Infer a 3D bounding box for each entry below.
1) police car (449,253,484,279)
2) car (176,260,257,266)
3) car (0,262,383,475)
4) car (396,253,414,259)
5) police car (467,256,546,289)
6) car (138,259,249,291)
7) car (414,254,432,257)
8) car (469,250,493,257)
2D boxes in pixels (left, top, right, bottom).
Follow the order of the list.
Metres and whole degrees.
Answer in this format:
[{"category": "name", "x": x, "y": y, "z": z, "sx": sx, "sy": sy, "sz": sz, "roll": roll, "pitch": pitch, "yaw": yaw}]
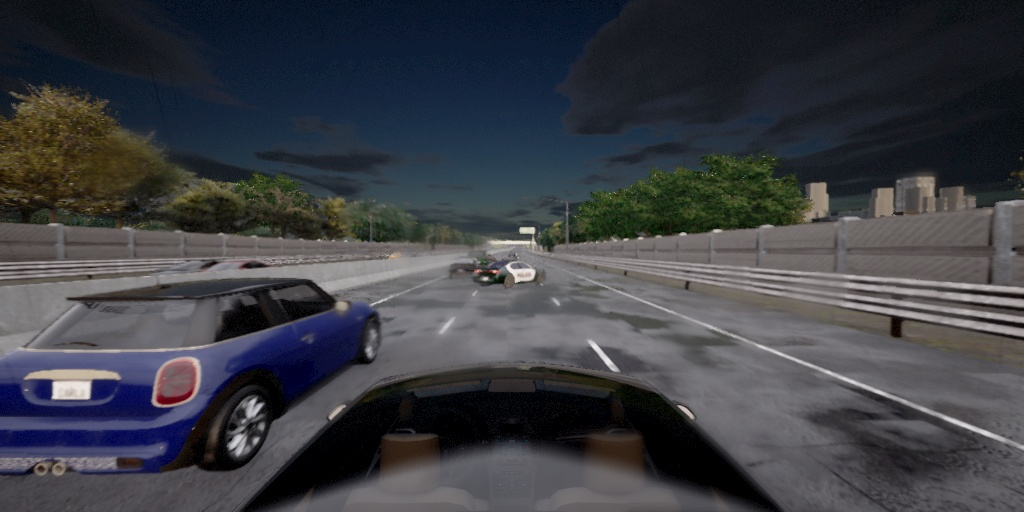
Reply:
[{"category": "police car", "x": -3.495, "y": 0.781, "z": 27.116, "sx": 1.930, "sy": 1.638, "sz": 5.238, "roll": 0, "pitch": 1, "yaw": 0}, {"category": "car", "x": -14.088, "y": 0.974, "z": 18.250, "sx": 1.882, "sy": 1.535, "sz": 5.008, "roll": 0, "pitch": 1, "yaw": 0}, {"category": "car", "x": -3.499, "y": 1.054, "z": 4.976, "sx": 2.097, "sy": 1.767, "sz": 4.553, "roll": 0, "pitch": 1, "yaw": 0}, {"category": "car", "x": -17.516, "y": 0.276, "z": 61.093, "sx": 2.128, "sy": 1.511, "sz": 4.902, "roll": 0, "pitch": 1, "yaw": 1}, {"category": "police car", "x": 0.096, "y": 0.964, "z": 20.421, "sx": 2.038, "sy": 1.542, "sz": 4.974, "roll": 0, "pitch": 0, "yaw": 38}, {"category": "car", "x": -17.582, "y": 0.971, "z": 20.211, "sx": 1.837, "sy": 1.490, "sz": 4.892, "roll": 0, "pitch": 1, "yaw": 0}, {"category": "car", "x": -14.011, "y": 0.368, "z": 59.349, "sx": 2.033, "sy": 1.411, "sz": 5.357, "roll": 0, "pitch": 1, "yaw": 1}, {"category": "car", "x": -3.494, "y": 0.400, "z": 38.032, "sx": 2.150, "sy": 2.045, "sz": 5.566, "roll": 0, "pitch": 1, "yaw": 0}]
